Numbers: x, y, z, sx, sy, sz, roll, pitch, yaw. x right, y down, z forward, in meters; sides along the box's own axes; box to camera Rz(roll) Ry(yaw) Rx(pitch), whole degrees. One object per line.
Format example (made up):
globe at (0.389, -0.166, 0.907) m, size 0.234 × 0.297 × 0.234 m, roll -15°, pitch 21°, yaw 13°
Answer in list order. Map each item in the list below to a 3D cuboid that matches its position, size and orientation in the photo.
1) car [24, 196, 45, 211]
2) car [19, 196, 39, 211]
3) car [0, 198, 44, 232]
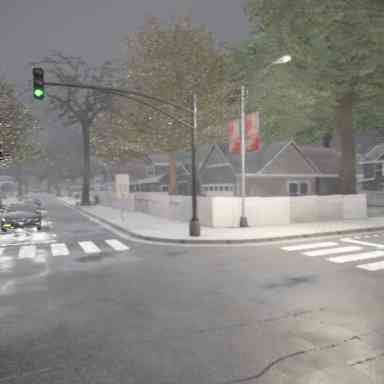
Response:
car at (-13.660, 1.253, 27.643) m, size 2.128 × 1.511 × 4.902 m, roll -1°, pitch 1°, yaw -25°
car at (-17.856, 1.213, 36.667) m, size 1.812 × 1.442 × 4.674 m, roll -1°, pitch 1°, yaw -25°
car at (-9.667, 1.338, 19.063) m, size 1.837 × 1.490 × 4.892 m, roll -1°, pitch 1°, yaw -25°
